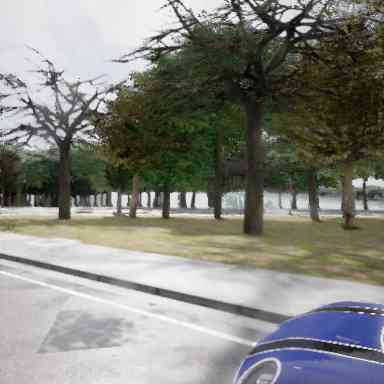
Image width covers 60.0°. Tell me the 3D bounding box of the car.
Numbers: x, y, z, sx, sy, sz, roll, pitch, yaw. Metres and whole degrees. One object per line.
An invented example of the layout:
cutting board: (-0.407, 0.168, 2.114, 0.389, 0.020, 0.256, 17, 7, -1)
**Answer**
car: (2.448, 1.352, 1.938, 4.553, 1.767, 2.097, 0, 0, 36)
